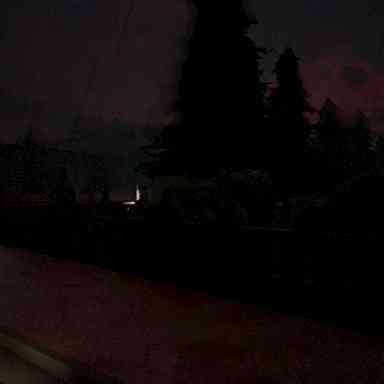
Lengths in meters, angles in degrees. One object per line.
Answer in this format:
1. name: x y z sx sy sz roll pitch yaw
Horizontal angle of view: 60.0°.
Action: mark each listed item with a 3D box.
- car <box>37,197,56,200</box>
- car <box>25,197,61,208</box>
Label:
1. car: -20.203 1.492 46.749 2.128 1.511 4.902 0 0 36
2. car: -22.244 1.526 49.910 1.812 1.442 4.674 0 0 36
